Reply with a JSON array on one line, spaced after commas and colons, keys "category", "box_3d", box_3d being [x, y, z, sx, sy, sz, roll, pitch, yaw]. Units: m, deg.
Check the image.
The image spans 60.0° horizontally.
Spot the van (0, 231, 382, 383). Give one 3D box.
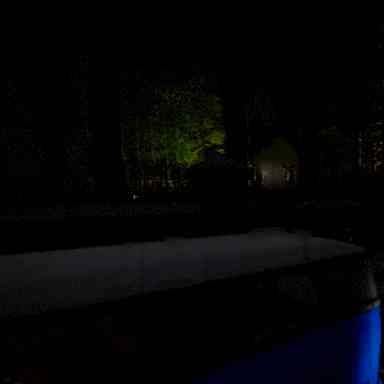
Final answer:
[{"category": "van", "box_3d": [-0.068, 1.321, 2.806, 3.998, 1.788, 1.690, 0, 0, -35]}]
